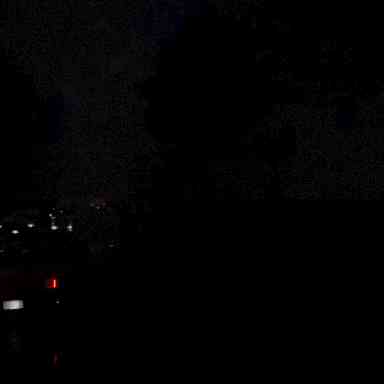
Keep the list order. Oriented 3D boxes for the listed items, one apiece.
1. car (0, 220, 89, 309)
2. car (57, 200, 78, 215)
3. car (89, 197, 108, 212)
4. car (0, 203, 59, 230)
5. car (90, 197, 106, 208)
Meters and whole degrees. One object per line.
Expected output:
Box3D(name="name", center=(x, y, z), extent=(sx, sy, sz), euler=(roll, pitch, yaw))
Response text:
Box3D(name="car", center=(-3.479, 1.596, 7.728), extent=(1.895, 1.301, 4.718), euler=(-1, 0, -13))
Box3D(name="car", center=(-12.592, 1.515, 32.919), extent=(1.812, 1.442, 4.674), euler=(-1, 1, -14))
Box3D(name="car", center=(-10.604, 1.463, 37.727), extent=(1.812, 1.442, 4.674), euler=(-1, 0, -14))
Box3D(name="car", center=(-9.252, 1.569, 18.843), extent=(2.033, 1.411, 5.357), euler=(-1, 0, -13))
Box3D(name="car", center=(-13.515, 1.451, 47.644), extent=(2.033, 1.411, 5.357), euler=(-1, 0, -18))
